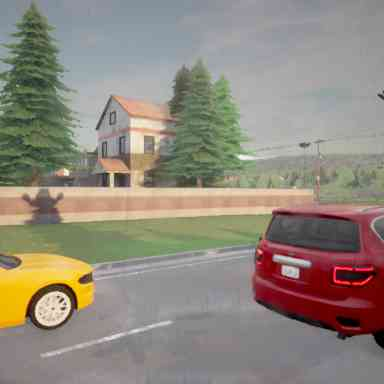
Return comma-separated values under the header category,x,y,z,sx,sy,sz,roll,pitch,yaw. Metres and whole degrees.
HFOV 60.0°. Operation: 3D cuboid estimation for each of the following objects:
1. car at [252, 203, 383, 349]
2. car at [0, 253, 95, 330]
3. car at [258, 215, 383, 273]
category,x,y,z,sx,sy,sz,roll,pitch,yaw
car,3.603,1.224,6.339,5.566,2.045,2.150,0,0,-35
car,-4.097,1.478,5.230,5.008,1.535,1.882,0,0,-35
car,4.586,1.601,11.333,4.718,1.301,1.895,0,0,-35
